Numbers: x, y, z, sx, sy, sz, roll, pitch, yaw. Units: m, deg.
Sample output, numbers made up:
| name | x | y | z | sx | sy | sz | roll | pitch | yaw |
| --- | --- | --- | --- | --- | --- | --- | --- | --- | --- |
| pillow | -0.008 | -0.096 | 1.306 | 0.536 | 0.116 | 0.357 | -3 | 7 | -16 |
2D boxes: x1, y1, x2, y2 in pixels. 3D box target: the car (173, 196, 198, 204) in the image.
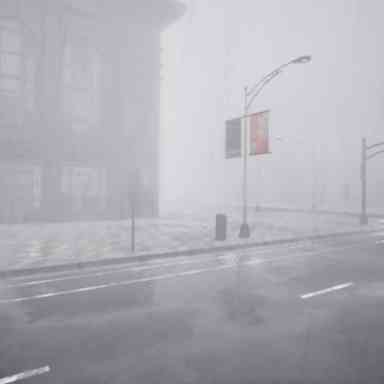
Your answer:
| name | x | y | z | sx | sy | sz | roll | pitch | yaw |
| --- | --- | --- | --- | --- | --- | --- | --- | --- | --- |
| car | -1.163 | 1.304 | 54.393 | 1.895 | 1.301 | 4.718 | 1 | 0 | -35 |
